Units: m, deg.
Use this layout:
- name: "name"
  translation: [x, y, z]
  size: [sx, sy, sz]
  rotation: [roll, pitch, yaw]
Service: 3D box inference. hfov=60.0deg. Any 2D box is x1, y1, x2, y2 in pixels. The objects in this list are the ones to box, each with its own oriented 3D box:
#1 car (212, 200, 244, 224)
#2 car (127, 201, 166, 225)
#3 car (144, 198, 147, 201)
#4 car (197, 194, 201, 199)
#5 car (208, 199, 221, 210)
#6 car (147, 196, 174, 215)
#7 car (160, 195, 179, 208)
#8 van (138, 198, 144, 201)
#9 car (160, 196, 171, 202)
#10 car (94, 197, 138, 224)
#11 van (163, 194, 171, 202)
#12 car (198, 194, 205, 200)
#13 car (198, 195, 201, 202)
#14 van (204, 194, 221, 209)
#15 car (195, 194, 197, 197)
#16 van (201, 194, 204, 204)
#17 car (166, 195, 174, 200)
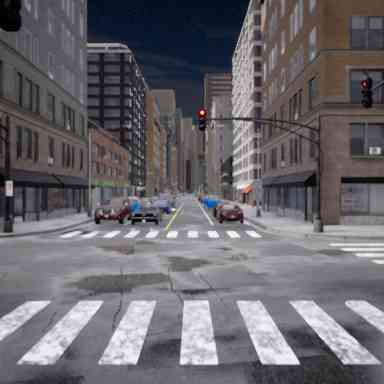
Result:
- name: "car"
  translation: [2.770, 1.545, 24.871]
  size: [1.887, 1.381, 4.507]
  rotation: [0, 0, 0]
- name: "car"
  translation: [-3.182, 1.601, 24.114]
  size: [1.895, 1.301, 4.718]
  rotation: [0, 0, 0]
- name: "car"
  translation: [-5.814, 1.442, 41.346]
  size: [1.967, 1.590, 4.097]
  rotation: [0, 0, 0]
- name: "car"
  translation: [2.596, 1.588, 74.383]
  size: [1.802, 1.307, 4.206]
  rotation: [0, 0, 0]
- name: "car"
  translation: [2.751, 1.566, 30.373]
  size: [1.947, 1.339, 4.313]
  rotation: [0, 0, 0]
- name: "car"
  translation: [-3.212, 1.479, 34.539]
  size: [1.882, 1.535, 5.008]
  rotation: [0, 0, 0]
- name: "car"
  translation: [-3.251, 1.509, 46.800]
  size: [1.837, 1.490, 4.892]
  rotation: [0, 0, 0]
- name: "van"
  translation: [-5.775, 1.342, 30.343]
  size: [1.690, 1.788, 3.998]
  rotation: [0, 0, 0]
- name: "car"
  translation: [-5.930, 1.557, 74.354]
  size: [2.008, 1.369, 4.403]
  rotation: [0, 0, 0]
- name: "car"
  translation: [-5.756, 1.315, 24.842]
  size: [2.192, 1.841, 5.009]
  rotation: [0, 0, 0]
- name: "van"
  translation: [-5.949, 1.349, 79.855]
  size: [1.690, 1.788, 3.998]
  rotation: [0, 0, 0]
- name: "car"
  translation: [2.538, 1.451, 90.888]
  size: [1.967, 1.590, 4.097]
  rotation: [0, 0, 0]
- name: "car"
  translation: [2.635, 1.586, 63.381]
  size: [1.802, 1.307, 4.206]
  rotation: [0, 0, 0]
- name: "van"
  translation: [2.711, 1.343, 41.376]
  size: [1.690, 1.788, 3.998]
  rotation: [0, 0, 0]
- name: "car"
  translation: [2.576, 1.322, 79.885]
  size: [2.192, 1.841, 5.009]
  rotation: [0, 0, 0]
- name: "van"
  translation: [2.673, 1.344, 52.379]
  size: [1.690, 1.788, 3.998]
  rotation: [0, 0, 0]
- name: "car"
  translation: [-5.987, 1.593, 90.858]
  size: [1.802, 1.307, 4.206]
  rotation: [0, 0, 0]
